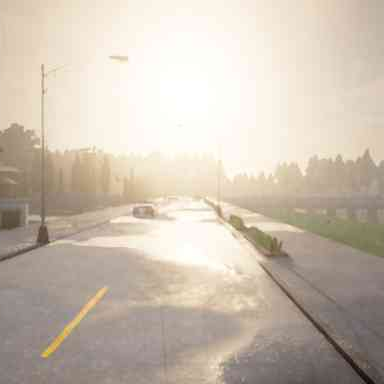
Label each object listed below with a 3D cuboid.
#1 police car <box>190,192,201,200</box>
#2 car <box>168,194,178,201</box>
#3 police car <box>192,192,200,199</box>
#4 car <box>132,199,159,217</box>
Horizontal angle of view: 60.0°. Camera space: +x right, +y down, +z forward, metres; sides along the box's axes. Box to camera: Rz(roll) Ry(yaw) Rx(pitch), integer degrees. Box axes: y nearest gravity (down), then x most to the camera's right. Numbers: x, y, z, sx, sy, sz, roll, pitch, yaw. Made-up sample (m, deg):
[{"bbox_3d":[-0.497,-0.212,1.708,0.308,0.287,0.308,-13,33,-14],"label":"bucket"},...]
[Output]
[{"bbox_3d":[1.154,1.074,78.891,1.930,1.638,5.238,-2,-1,0],"label":"police car"},{"bbox_3d":[-4.005,1.216,71.620,1.812,1.442,4.674,0,0,0],"label":"car"},{"bbox_3d":[1.140,0.982,94.875,1.930,1.638,5.238,-4,0,0],"label":"police car"},{"bbox_3d":[-4.098,1.368,29.704,2.128,1.511,4.902,0,0,0],"label":"car"}]
